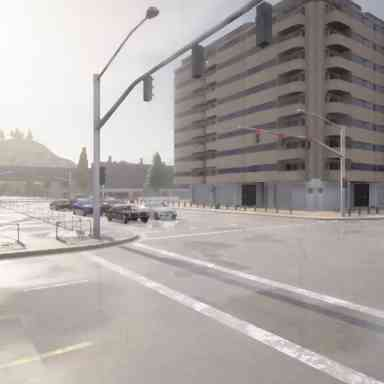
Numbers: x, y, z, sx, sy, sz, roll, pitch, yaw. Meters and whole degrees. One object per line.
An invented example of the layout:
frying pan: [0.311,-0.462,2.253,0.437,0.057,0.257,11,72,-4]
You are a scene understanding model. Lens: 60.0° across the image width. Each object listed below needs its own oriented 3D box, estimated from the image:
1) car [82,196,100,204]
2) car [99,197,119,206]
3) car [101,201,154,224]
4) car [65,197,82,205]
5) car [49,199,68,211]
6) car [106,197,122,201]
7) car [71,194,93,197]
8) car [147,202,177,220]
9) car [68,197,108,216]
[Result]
car: [-19.709,1.533,64.773,1.882,1.535,5.008,0,0,-35]
car: [-14.310,1.581,57.149,1.812,1.442,4.674,0,0,-35]
car: [-5.059,1.656,25.582,1.895,1.301,4.718,0,0,-35]
car: [-22.117,1.619,62.117,1.994,1.385,4.181,0,0,-35]
car: [-16.374,1.656,41.576,1.895,1.301,4.718,0,0,-35]
car: [-8.471,1.560,36.457,1.837,1.490,4.892,0,0,-35]
car: [-15.414,1.275,46.278,2.150,2.045,5.566,0,0,-35]
car: [-3.112,1.581,28.916,1.812,1.442,4.674,0,0,-35]
car: [-10.474,1.533,33.227,1.882,1.535,5.008,0,0,-35]
